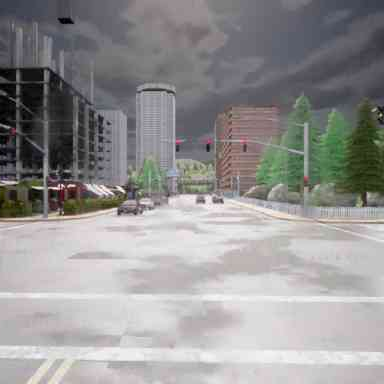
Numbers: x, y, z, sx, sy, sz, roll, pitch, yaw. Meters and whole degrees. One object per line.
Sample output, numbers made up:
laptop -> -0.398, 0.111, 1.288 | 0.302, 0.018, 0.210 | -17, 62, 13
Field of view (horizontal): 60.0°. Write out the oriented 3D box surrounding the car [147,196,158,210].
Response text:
car -> -5.927, 1.526, 42.762 | 1.812, 1.442, 4.674 | 0, 0, 1

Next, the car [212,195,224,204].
car -> 5.241, 1.525, 65.714 | 1.812, 1.442, 4.674 | 0, 0, 1

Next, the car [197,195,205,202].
car -> 1.960, 1.326, 74.667 | 1.837, 1.490, 4.892 | 0, 0, 1

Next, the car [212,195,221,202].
car -> 5.460, 1.421, 74.610 | 1.895, 1.301, 4.718 | 0, 0, 1

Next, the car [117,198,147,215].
car -> -6.170, 1.526, 33.672 | 1.812, 1.442, 4.674 | 0, 0, 2

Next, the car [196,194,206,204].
car -> 1.734, 1.601, 65.482 | 1.895, 1.301, 4.718 | 0, 0, 1

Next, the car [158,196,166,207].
car -> -5.698, 1.352, 51.767 | 2.097, 1.767, 4.553 | 0, 0, 1

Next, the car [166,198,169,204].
car -> -5.429, 1.564, 61.690 | 1.994, 1.385, 4.181 | 0, 0, 2
